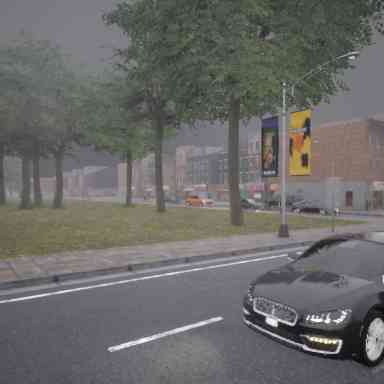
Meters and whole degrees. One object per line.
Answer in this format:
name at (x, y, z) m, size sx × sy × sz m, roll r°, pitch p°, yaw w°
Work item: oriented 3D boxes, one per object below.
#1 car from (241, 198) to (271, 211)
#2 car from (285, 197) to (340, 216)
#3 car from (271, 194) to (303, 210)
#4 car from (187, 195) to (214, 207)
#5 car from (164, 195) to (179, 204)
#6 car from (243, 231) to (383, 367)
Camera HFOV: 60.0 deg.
car at (6.922, 1.519, 40.744) m, size 1.812 × 1.442 × 4.674 m, roll 1°, pitch 0°, yaw -36°
car at (12.251, 1.568, 33.288) m, size 2.128 × 1.511 × 4.902 m, roll 1°, pitch 0°, yaw -36°
car at (10.947, 1.260, 40.070) m, size 2.150 × 2.045 × 5.566 m, roll 1°, pitch 0°, yaw -35°
car at (1.201, 1.273, 48.767) m, size 2.097 × 1.767 × 4.553 m, roll 1°, pitch 0°, yaw -35°
car at (-4.195, 1.368, 61.311) m, size 2.128 × 1.511 × 4.902 m, roll 1°, pitch 0°, yaw -35°
car at (3.041, 1.514, 5.865) m, size 4.892 × 1.490 × 1.837 m, roll 1°, pitch 0°, yaw -36°
